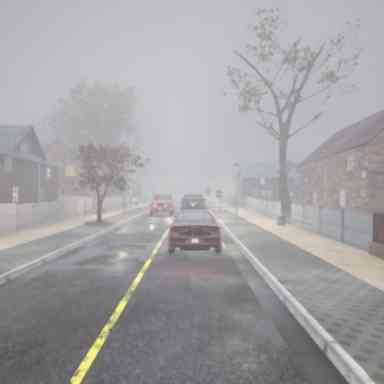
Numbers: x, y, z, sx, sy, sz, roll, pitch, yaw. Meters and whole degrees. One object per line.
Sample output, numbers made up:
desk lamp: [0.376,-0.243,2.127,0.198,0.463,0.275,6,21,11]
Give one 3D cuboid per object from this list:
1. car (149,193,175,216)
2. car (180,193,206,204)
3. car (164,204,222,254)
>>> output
car: [-2.779,1.135,32.204,2.150,2.045,5.566,0,0,0]
car: [0.096,1.137,29.504,2.150,2.045,5.566,0,0,0]
car: [0.098,1.435,13.307,1.882,1.535,5.008,0,0,0]
